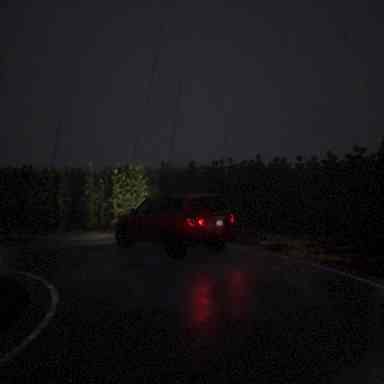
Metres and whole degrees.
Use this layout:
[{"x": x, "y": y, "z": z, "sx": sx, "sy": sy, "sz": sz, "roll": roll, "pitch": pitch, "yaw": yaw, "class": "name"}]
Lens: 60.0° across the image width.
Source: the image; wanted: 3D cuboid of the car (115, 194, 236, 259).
[{"x": -0.841, "y": 1.136, "z": 12.574, "sx": 2.150, "sy": 2.045, "sz": 5.566, "roll": -1, "pitch": -1, "yaw": -40, "class": "car"}]
